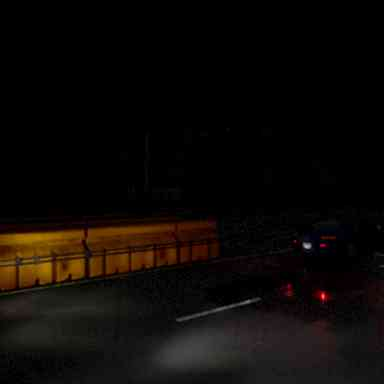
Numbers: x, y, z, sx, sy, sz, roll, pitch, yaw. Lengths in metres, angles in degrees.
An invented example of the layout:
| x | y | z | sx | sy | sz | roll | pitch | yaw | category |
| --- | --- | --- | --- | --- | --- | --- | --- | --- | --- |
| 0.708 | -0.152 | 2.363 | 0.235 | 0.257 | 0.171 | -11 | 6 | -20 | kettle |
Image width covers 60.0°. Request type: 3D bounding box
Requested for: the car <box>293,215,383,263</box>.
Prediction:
| x | y | z | sx | sy | sz | roll | pitch | yaw | category |
| --- | --- | --- | --- | --- | --- | --- | --- | --- | --- |
| 5.571 | 1.556 | 12.021 | 4.674 | 1.442 | 1.812 | 0 | 0 | -36 | car |
